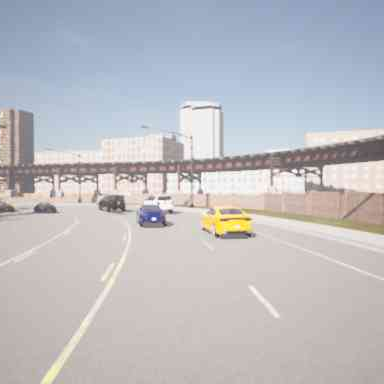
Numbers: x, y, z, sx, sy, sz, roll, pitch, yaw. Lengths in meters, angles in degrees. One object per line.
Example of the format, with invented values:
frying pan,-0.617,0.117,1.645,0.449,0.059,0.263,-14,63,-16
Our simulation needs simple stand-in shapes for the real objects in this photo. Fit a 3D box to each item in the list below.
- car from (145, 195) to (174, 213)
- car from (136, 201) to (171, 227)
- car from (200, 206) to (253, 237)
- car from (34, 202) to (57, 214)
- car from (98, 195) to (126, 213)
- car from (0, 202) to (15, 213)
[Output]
car,-3.850,1.325,37.015,2.150,2.045,5.566,0,0,-24
car,-2.984,1.606,23.775,1.812,1.442,4.674,0,0,-13
car,1.743,1.510,18.270,1.882,1.535,5.008,0,0,-10
car,-17.150,1.848,38.927,1.994,1.385,4.181,-1,0,-34
car,-9.938,1.401,41.052,2.150,2.045,5.566,-1,0,-31
car,-23.826,1.972,41.997,1.994,1.385,4.181,-1,0,-41
